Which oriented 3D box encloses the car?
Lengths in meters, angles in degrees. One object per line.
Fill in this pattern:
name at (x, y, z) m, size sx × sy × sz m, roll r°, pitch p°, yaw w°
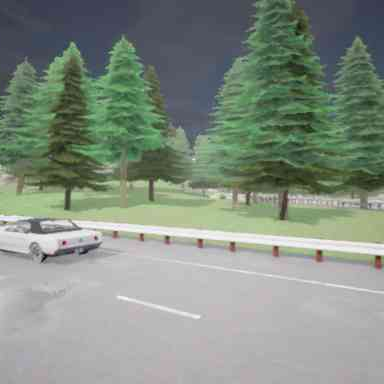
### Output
car at (-5.433, 1.551, 11.671) m, size 4.718 × 1.301 × 1.895 m, roll 0°, pitch 0°, yaw 32°
